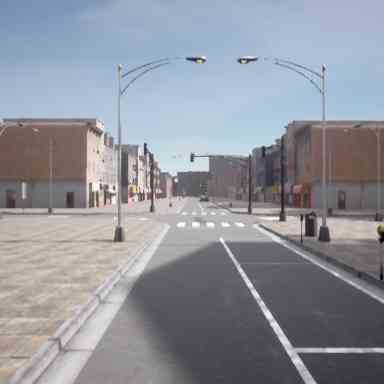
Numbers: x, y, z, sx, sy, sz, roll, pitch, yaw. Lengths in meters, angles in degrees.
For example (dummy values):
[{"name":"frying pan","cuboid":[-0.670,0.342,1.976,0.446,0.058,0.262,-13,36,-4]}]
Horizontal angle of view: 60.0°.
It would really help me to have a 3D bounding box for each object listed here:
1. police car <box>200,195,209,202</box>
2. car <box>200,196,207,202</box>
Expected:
[{"name":"police car","cuboid":[3.009,1.613,80.774,1.930,1.638,5.238,0,0,0]},{"name":"car","cuboid":[3.024,1.750,87.664,1.812,1.442,4.674,0,0,0]}]
